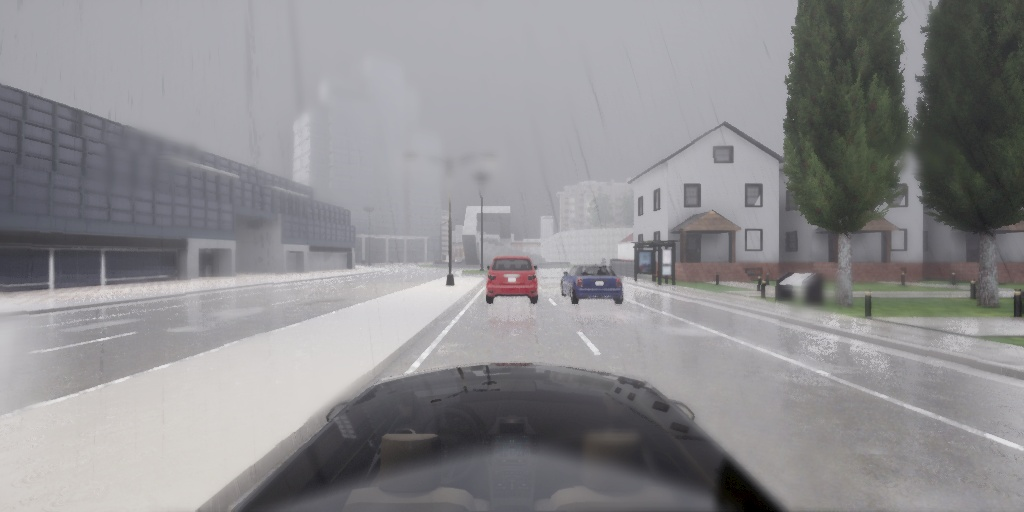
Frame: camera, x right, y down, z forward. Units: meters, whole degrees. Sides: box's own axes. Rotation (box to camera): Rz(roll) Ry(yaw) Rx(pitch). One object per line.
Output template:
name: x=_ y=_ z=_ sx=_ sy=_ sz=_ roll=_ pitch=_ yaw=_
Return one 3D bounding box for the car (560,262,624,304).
car: x=3.500 y=1.116 z=16.470 sx=2.097 sy=1.767 sz=4.553 roll=0 pitch=0 yaw=0

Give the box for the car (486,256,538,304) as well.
car: x=0.000 y=1.008 z=16.530 sx=2.150 sy=2.045 sz=5.566 roll=0 pitch=0 yaw=0
